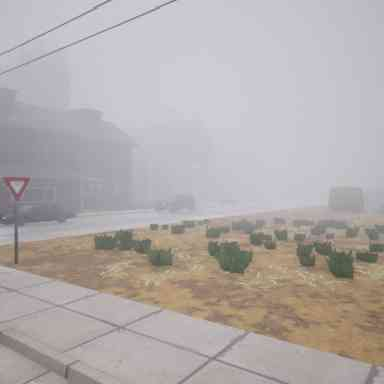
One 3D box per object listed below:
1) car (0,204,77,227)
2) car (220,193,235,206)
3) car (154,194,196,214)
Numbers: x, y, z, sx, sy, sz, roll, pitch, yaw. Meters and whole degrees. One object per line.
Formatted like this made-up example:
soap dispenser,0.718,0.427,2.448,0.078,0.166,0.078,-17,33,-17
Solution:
car,-10.726,1.520,23.115,2.033,1.411,5.357,0,0,35
car,5.758,1.118,54.091,1.905,1.878,3.866,6,1,-8
car,-1.732,1.194,36.097,2.150,2.045,5.566,0,0,35
